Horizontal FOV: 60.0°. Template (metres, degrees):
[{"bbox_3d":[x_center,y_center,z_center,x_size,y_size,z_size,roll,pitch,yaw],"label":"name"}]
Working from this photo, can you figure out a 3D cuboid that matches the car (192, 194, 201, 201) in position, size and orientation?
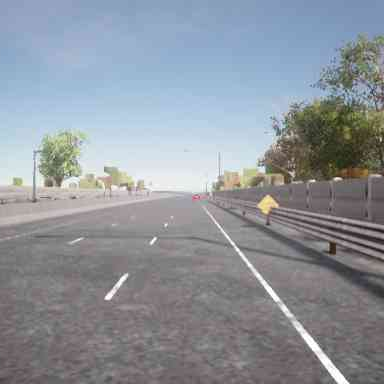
[{"bbox_3d":[1.221,1.474,89.935,2.150,2.045,5.566,0,0,0],"label":"car"}]

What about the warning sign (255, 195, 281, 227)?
[{"bbox_3d":[4.549,1.097,19.907,1.300,1.860,1.060,0,0,0],"label":"warning sign"}]
